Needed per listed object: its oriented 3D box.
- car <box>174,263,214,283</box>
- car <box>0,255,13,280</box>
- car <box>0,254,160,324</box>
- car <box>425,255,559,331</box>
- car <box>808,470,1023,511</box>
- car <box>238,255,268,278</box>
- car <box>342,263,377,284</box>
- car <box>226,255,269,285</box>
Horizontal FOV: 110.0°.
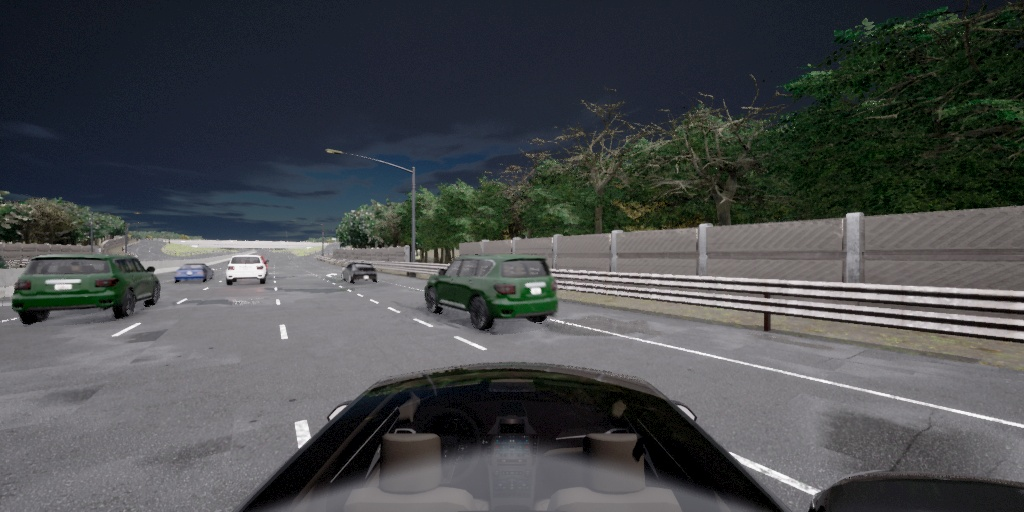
[{"bbox_3d":[-24.710,1.277,27.979,2.033,1.411,5.357,0,0,-34],"label":"car"},{"bbox_3d":[-41.289,0.939,27.230,2.150,2.045,5.566,0,0,-34],"label":"car"},{"bbox_3d":[-14.220,0.966,12.378,2.150,2.045,5.566,0,0,-34],"label":"car"},{"bbox_3d":[-0.893,0.973,11.419,2.150,2.045,5.566,0,0,-34],"label":"car"},{"bbox_3d":[2.986,1.315,0.409,4.181,1.385,1.994,0,0,34],"label":"car"},{"bbox_3d":[-25.262,0.946,35.111,2.150,2.045,5.566,0,0,-34],"label":"car"},{"bbox_3d":[-11.684,1.244,27.413,1.837,1.490,4.892,0,0,-34],"label":"car"},{"bbox_3d":[-19.273,0.957,26.159,2.150,2.045,5.566,0,0,-34],"label":"car"}]
